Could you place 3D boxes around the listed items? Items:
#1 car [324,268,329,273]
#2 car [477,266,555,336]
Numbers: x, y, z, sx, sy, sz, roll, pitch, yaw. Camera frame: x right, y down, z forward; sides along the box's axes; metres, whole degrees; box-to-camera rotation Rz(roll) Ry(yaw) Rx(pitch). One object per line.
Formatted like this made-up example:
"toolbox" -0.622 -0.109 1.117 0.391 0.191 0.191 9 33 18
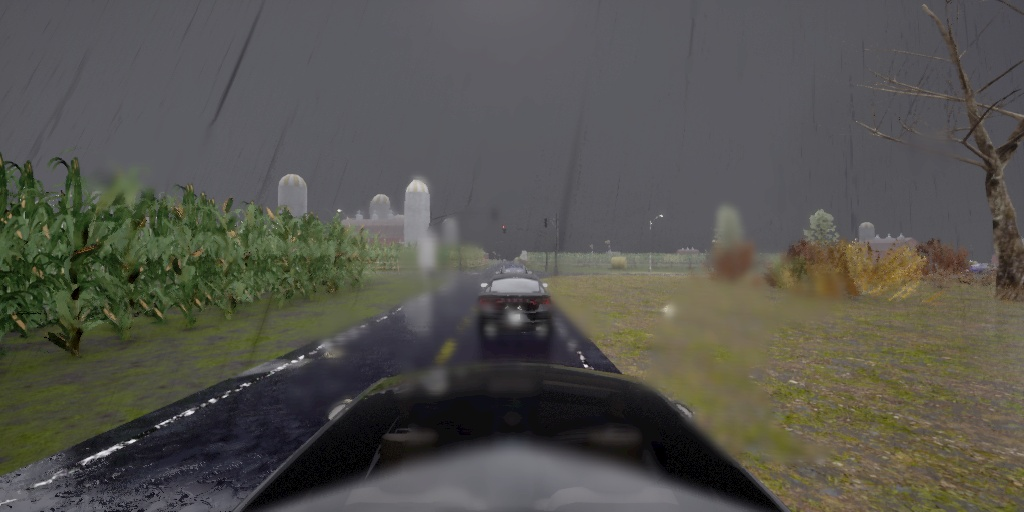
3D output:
"car" -21.309 1.049 38.935 5.008 1.535 1.882 0 -1 -3
"car" 0.099 1.233 10.491 1.882 1.535 5.008 0 0 0
